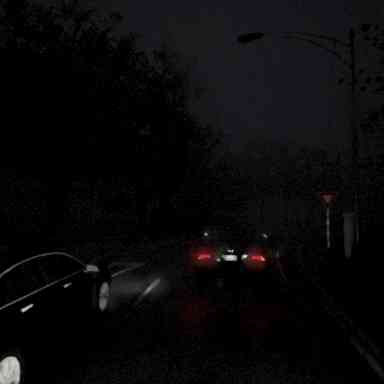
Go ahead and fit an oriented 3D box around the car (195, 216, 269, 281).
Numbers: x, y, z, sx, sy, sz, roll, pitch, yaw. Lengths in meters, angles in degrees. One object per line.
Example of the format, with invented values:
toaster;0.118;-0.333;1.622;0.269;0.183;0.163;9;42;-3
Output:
car;1.287;1.627;9.979;2.033;1.411;5.357;0;-2;10

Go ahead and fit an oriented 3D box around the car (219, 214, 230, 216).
car;3.948;3.920;48.339;1.837;1.490;4.892;4;-5;-35

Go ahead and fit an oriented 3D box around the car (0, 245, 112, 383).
car;-2.620;1.521;4.713;1.837;1.490;4.892;0;0;4

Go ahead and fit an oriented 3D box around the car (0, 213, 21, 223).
car;-28.740;3.979;50.716;2.128;1.511;4.902;-3;-5;41
